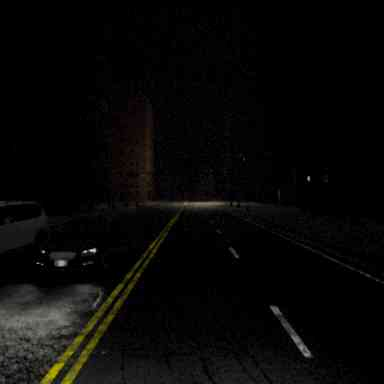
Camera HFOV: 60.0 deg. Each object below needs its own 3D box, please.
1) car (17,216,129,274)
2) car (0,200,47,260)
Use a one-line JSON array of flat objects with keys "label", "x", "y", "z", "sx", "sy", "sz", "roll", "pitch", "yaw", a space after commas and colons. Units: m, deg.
[{"label": "car", "x": -3.351, "y": 1.576, "z": 10.959, "sx": 2.128, "sy": 1.511, "sz": 4.902, "roll": 0, "pitch": 0, "yaw": 0}, {"label": "car", "x": -6.602, "y": 1.307, "z": 10.783, "sx": 2.150, "sy": 2.045, "sz": 5.566, "roll": 0, "pitch": -1, "yaw": 0}]
